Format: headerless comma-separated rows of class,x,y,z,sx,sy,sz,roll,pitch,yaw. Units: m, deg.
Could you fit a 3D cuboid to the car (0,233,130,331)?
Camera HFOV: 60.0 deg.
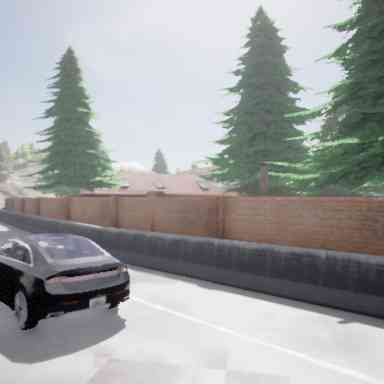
car,-3.296,1.676,7.357,2.128,1.511,4.902,2,-2,-45
